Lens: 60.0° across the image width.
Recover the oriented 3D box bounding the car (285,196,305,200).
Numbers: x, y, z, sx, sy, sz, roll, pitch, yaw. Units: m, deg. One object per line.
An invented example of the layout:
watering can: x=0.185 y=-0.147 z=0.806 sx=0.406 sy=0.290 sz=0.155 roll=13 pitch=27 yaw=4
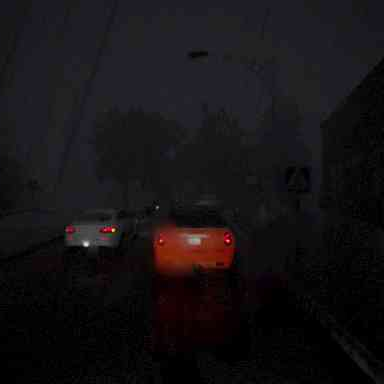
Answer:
car: x=24.570 y=1.597 z=79.591 sx=2.128 sy=1.511 sz=4.902 roll=2 pitch=-4 yaw=-34

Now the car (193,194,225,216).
car: x=1.401 y=0.938 z=25.938 sx=1.812 sy=1.442 sz=4.674 roll=-1 pitch=1 yaw=11

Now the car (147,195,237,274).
car: x=0.079 y=1.144 z=10.014 sx=2.097 sy=1.767 sz=4.553 roll=0 pitch=1 yaw=1

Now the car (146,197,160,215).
car: x=-2.099 y=1.034 z=25.263 sx=1.994 sy=1.385 sz=4.181 roll=-1 pitch=1 yaw=9

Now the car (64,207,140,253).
car: x=-3.153 y=1.267 z=12.274 sx=1.812 sy=1.442 sz=4.674 roll=0 pitch=1 yaw=0
